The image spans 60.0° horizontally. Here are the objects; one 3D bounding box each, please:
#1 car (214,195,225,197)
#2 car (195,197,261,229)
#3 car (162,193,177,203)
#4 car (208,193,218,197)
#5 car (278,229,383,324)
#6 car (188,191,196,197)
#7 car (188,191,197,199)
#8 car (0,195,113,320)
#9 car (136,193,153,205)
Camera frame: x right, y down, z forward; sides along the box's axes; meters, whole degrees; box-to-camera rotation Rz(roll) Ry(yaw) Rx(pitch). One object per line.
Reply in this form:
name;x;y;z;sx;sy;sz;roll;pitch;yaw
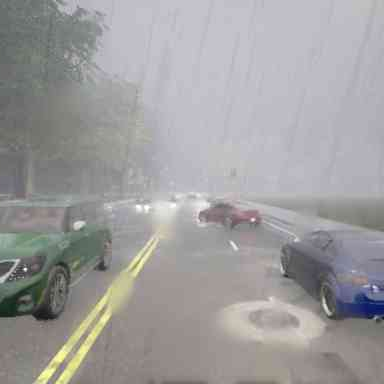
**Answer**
car;3.254;1.202;29.104;1.994;1.385;4.181;0;1;0
car;2.164;1.280;19.742;1.812;1.442;4.674;0;1;-28
car;-3.298;0.884;49.508;2.128;1.511;4.902;0;1;0
car;3.256;1.031;40.103;1.812;1.442;4.674;0;1;0
car;3.250;1.474;7.105;1.994;1.385;4.181;0;1;0
car;0.012;0.531;82.920;1.812;1.442;4.674;0;1;0
car;0.038;0.766;69.771;1.895;1.301;4.718;0;1;0
car;-3.350;1.127;7.459;2.150;2.045;5.566;0;1;0
car;-6.564;0.924;46.190;2.128;1.511;4.902;0;1;0
